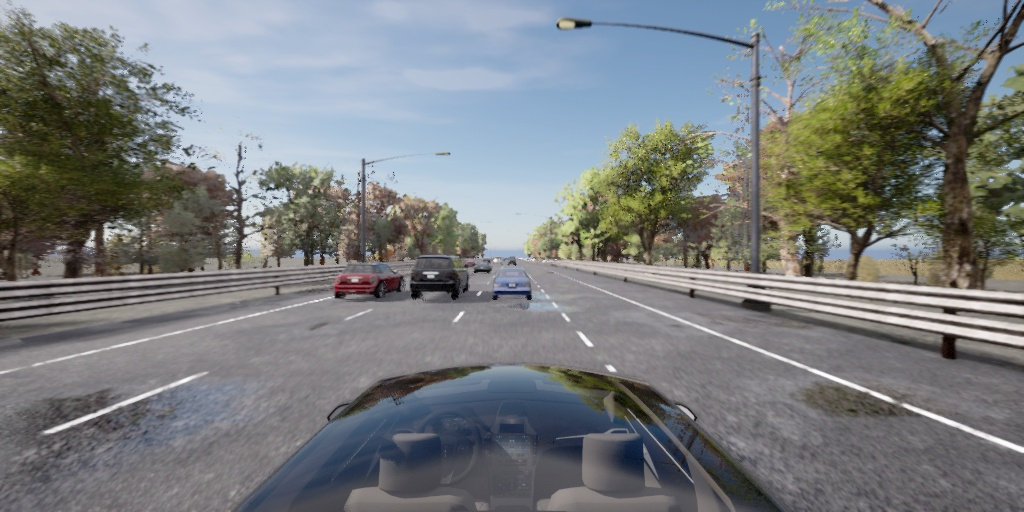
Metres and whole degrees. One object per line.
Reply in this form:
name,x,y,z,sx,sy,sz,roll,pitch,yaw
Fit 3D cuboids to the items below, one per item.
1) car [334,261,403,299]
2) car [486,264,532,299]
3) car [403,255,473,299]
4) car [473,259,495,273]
car,-6.992,1.110,18.091,2.097,1.767,4.553,0,0,0
car,0.007,1.305,18.014,2.033,1.411,5.357,0,0,0
car,-3.493,0.980,18.158,2.150,2.045,5.566,0,0,0
car,-3.483,1.336,43.779,1.994,1.385,4.181,0,0,0
